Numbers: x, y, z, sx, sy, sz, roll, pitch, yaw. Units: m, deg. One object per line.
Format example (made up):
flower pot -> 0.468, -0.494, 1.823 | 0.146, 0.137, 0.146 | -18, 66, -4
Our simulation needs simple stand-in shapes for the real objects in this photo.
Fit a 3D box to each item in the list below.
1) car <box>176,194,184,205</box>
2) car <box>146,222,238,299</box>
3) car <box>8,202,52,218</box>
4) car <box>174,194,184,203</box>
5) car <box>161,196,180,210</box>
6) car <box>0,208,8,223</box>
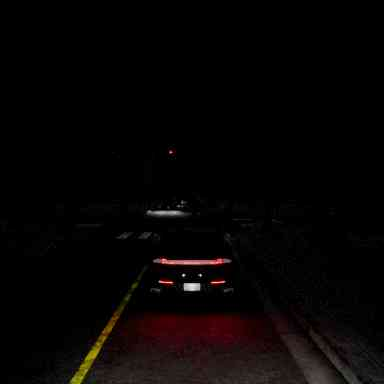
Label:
car -> -2.835, 1.503, 55.013 | 2.033, 1.411, 5.357 | 0, 0, 0
car -> 0.002, 1.492, 8.404 | 2.128, 1.511, 4.902 | 0, 0, 0
car -> -14.760, 1.580, 29.581 | 4.313, 1.339, 1.947 | 0, 0, 0
car -> -2.740, 1.293, 70.461 | 2.097, 1.767, 4.553 | 0, 0, 0
car -> -2.841, 1.575, 41.706 | 1.895, 1.301, 4.718 | 0, 0, 0
car -> -14.766, 1.539, 21.554 | 4.313, 1.339, 1.947 | 0, 0, 0
